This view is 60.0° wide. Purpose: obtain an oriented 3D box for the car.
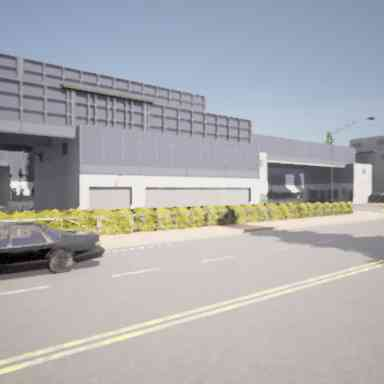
[{"bbox_3d":[-5.129,1.546,8.932,5.357,1.411,2.033,0,0,-36],"label":"car"}]
